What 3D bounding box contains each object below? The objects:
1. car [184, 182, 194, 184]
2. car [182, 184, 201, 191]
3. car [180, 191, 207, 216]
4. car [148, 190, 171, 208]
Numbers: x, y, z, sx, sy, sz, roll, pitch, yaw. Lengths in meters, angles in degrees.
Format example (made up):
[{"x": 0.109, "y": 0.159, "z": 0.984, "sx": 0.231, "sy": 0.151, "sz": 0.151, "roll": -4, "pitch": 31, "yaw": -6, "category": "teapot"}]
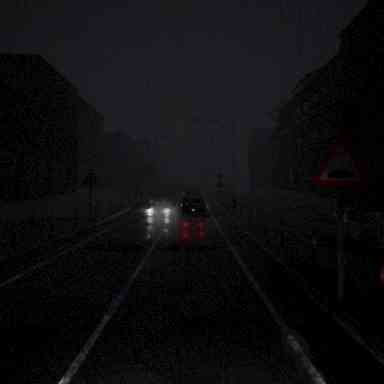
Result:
[{"x": -0.759, "y": -1.147, "z": 73.452, "sx": 2.150, "sy": 2.045, "sz": 5.566, "roll": 0, "pitch": 1, "yaw": 8, "category": "car"}, {"x": 0.139, "y": 0.064, "z": 42.761, "sx": 2.128, "sy": 1.511, "sz": 4.902, "roll": 0, "pitch": 3, "yaw": 0, "category": "car"}, {"x": 0.105, "y": 0.946, "z": 25.610, "sx": 2.128, "sy": 1.511, "sz": 4.902, "roll": 0, "pitch": 2, "yaw": 0, "category": "car"}, {"x": -3.084, "y": 0.639, "z": 32.310, "sx": 1.837, "sy": 1.490, "sz": 4.892, "roll": 0, "pitch": 3, "yaw": 0, "category": "car"}]
